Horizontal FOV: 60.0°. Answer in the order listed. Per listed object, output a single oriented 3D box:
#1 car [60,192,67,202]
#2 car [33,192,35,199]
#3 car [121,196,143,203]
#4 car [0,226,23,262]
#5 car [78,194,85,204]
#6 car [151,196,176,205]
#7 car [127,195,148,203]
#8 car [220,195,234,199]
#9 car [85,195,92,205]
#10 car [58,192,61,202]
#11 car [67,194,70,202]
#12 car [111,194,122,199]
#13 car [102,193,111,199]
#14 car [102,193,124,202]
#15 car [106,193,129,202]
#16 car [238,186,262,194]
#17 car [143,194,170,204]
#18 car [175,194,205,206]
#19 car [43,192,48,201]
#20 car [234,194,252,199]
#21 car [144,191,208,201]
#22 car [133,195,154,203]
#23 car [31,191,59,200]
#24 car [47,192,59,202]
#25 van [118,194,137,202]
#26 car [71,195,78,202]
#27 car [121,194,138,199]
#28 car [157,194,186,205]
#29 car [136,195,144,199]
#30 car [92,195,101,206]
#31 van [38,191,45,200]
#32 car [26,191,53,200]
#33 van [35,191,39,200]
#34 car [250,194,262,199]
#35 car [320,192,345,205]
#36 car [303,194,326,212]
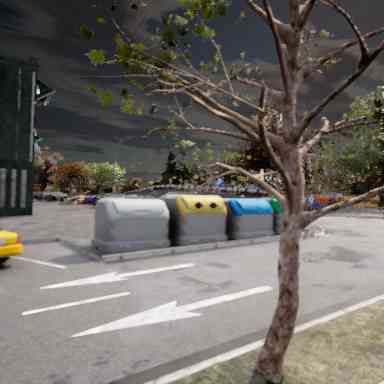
[{"bbox_3d":[-18.290,1.166,54.747,1.946,1.575,5.366,1,-1,35],"label":"car"},{"bbox_3d":[-33.366,0.923,76.804,2.435,2.045,5.566,0,-1,35],"label":"car"},{"bbox_3d":[-14.154,1.715,78.796,2.231,1.521,4.892,1,-2,35],"label":"car"},{"bbox_3d":[-7.574,1.447,10.716,5.366,1.575,1.946,-1,0,35],"label":"car"},{"bbox_3d":[-13.121,1.170,47.606,2.097,1.535,5.008,0,-1,35],"label":"car"},{"bbox_3d":[-5.647,1.700,66.228,1.946,1.575,5.366,1,-2,35],"label":"car"},{"bbox_3d":[-12.463,1.586,76.293,2.185,1.767,4.553,1,-2,35],"label":"car"},{"bbox_3d":[6.543,1.582,49.032,2.185,1.767,4.553,1,-2,35],"label":"car"},{"bbox_3d":[-11.453,1.198,45.153,2.163,1.488,4.792,1,-1,35],"label":"car"},{"bbox_3d":[-19.869,1.202,57.359,2.163,1.488,4.792,0,-1,35],"label":"car"},{"bbox_3d":[-16.506,1.171,52.475,2.097,1.535,5.008,1,-1,35],"label":"car"},{"bbox_3d":[-6.397,1.041,37.866,2.185,1.767,4.553,0,-1,35],"label":"car"},{"bbox_3d":[-7.966,1.168,40.474,1.946,1.575,5.366,0,-1,35],"label":"car"},{"bbox_3d":[-21.040,1.463,88.757,2.435,2.045,5.566,1,-2,35],"label":"car"},{"bbox_3d":[-19.328,1.461,86.219,2.435,2.045,5.566,1,-2,35],"label":"car"},{"bbox_3d":[9.751,-0.249,56.574,2.097,1.767,4.553,2,3,-34],"label":"car"},{"bbox_3d":[-7.241,1.462,68.895,2.435,2.045,5.566,1,-2,35],"label":"car"},{"bbox_3d":[-0.343,1.460,58.965,2.435,2.045,5.566,1,-2,35],"label":"car"},{"bbox_3d":[-26.633,1.175,67.060,2.231,1.521,4.892,1,-1,35],"label":"car"},{"bbox_3d":[8.274,1.582,46.549,2.185,1.767,4.553,1,-2,35],"label":"car"},{"bbox_3d":[-1.322,0.914,30.574,2.435,2.045,5.566,1,-1,35],"label":"car"},{"bbox_3d":[-10.729,1.586,73.809,2.185,1.767,4.553,1,-2,35],"label":"car"},{"bbox_3d":[-35.052,0.923,79.236,2.435,2.045,5.566,0,-1,35],"label":"car"},{"bbox_3d":[-24.958,1.048,64.601,2.185,1.767,4.553,0,-1,35],"label":"car"},{"bbox_3d":[-15.812,1.493,81.379,1.878,1.987,4.442,1,-2,35],"label":"van"},{"bbox_3d":[-14.915,1.165,49.886,1.946,1.575,5.366,1,-1,35],"label":"car"},{"bbox_3d":[-4.695,1.168,35.455,2.231,1.521,4.892,0,-1,35],"label":"car"},{"bbox_3d":[-3.832,1.458,63.881,2.435,2.045,5.566,1,-2,35],"label":"car"},{"bbox_3d":[-3.005,1.206,33.028,2.002,1.452,4.674,1,0,35],"label":"car"},{"bbox_3d":[-9.752,1.170,42.744,2.231,1.521,4.892,0,-1,35],"label":"car"},{"bbox_3d":[-30.066,0.947,71.819,1.878,1.987,4.442,1,-1,35],"label":"van"},{"bbox_3d":[-38.446,0.921,84.043,2.435,2.045,5.566,1,-1,35],"label":"car"},{"bbox_3d":[-31.753,0.946,74.250,1.878,1.987,4.442,1,-1,35],"label":"van"},{"bbox_3d":[9.957,1.579,44.020,2.185,1.767,4.553,1,-2,35],"label":"car"},{"bbox_3d":[18.001,0.772,44.525,2.097,1.767,4.553,2,3,-34],"label":"car"},{"bbox_3d":[13.437,1.454,39.109,2.435,2.045,5.566,1,-2,35],"label":"car"}]
